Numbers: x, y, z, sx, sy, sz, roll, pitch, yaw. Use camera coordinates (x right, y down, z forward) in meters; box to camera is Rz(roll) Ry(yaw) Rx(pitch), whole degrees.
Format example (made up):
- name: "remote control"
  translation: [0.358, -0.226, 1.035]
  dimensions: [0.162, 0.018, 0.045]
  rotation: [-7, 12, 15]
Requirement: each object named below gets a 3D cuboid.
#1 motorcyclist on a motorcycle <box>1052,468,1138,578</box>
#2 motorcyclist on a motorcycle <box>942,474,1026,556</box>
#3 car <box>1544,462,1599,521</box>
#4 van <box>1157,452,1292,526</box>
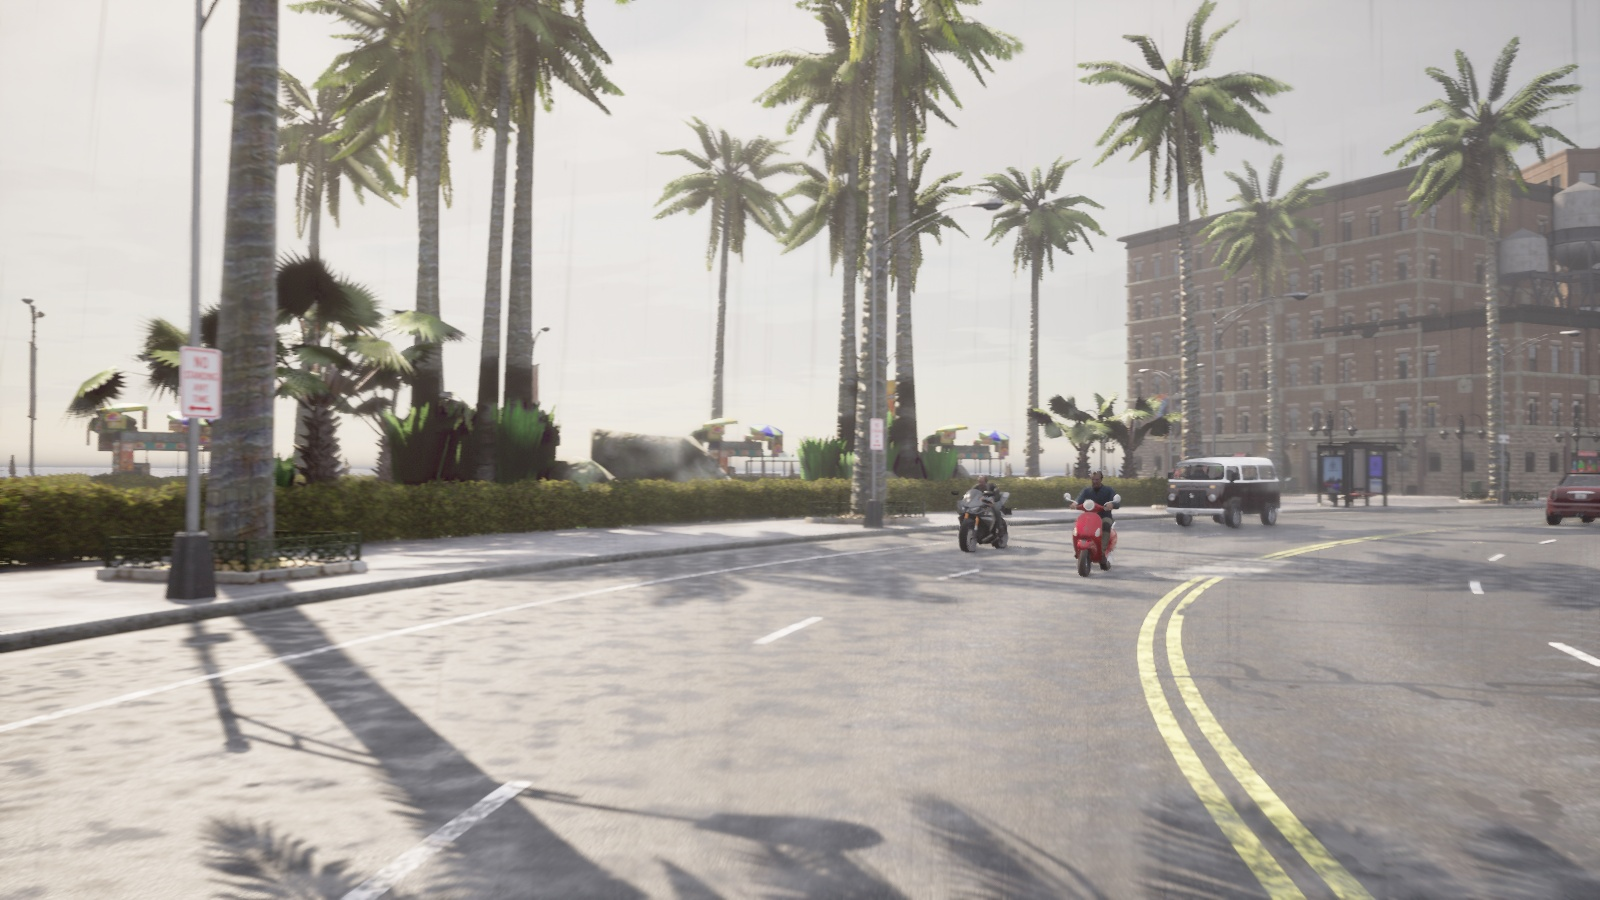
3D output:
- name: "motorcyclist on a motorcycle"
  translation: [4.555, 1.078, 19.308]
  dimensions: [0.866, 1.590, 1.817]
  rotation: [0, -1, 27]
- name: "motorcyclist on a motorcycle"
  translation: [3.679, 1.258, 24.994]
  dimensions: [0.866, 1.530, 2.191]
  rotation: [-1, -1, 31]
- name: "car"
  translation: [25.388, 1.260, 39.444]
  dimensions: [4.553, 1.767, 2.097]
  rotation: [1, -1, -40]
- name: "van"
  translation: [12.513, 1.119, 36.854]
  dimensions: [2.069, 2.038, 4.480]
  rotation: [-1, -1, 43]
